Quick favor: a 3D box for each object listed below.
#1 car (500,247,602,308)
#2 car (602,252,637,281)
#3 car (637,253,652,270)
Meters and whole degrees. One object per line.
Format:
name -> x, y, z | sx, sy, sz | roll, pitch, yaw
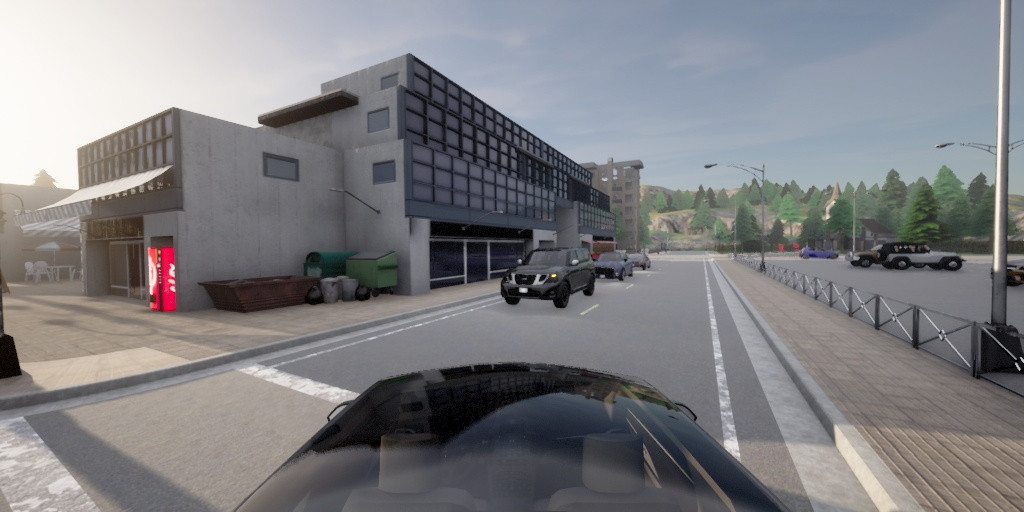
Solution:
car -> 1.653, 0.677, 13.983 | 2.150, 2.045, 5.566 | 0, 1, 28
car -> 6.262, 0.535, 22.673 | 2.097, 1.767, 4.553 | 0, 2, 28
car -> 11.062, 0.425, 31.709 | 1.812, 1.442, 4.674 | 0, 2, 28
